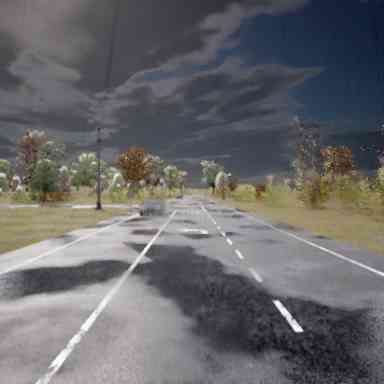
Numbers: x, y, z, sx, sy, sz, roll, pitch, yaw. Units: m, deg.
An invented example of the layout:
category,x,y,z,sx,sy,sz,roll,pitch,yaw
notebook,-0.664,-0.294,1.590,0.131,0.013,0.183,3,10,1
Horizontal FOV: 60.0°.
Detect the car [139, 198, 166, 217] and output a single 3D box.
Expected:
category,x,y,z,sx,sy,sz,roll,pitch,yaw
car,-3.625,1.358,31.130,2.097,1.767,4.553,0,0,0
